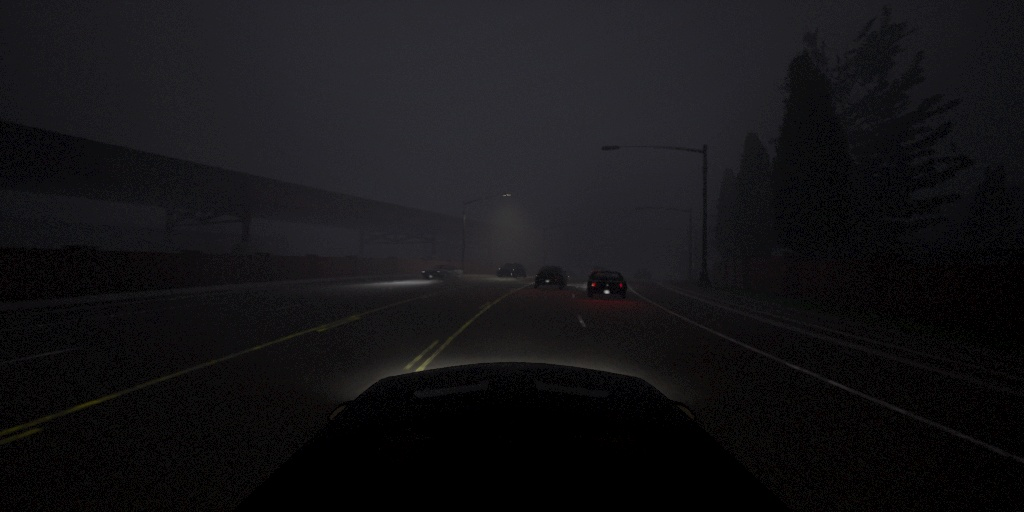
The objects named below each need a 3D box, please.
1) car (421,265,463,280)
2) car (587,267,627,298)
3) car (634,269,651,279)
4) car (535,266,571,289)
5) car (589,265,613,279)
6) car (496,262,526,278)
[{"bbox_3d":[-6.197,1.453,32.188,1.895,1.301,4.718,1,-1,16],"label":"car"},{"bbox_3d":[5.108,1.459,19.485,1.895,1.301,4.718,1,0,13],"label":"car"},{"bbox_3d":[22.021,3.019,60.261,2.097,1.767,4.553,0,-3,29],"label":"car"},{"bbox_3d":[2.695,1.391,24.176,1.812,1.442,4.674,1,-1,13],"label":"car"},{"bbox_3d":[12.345,2.279,49.617,2.097,1.767,4.553,1,-3,28],"label":"car"},{"bbox_3d":[-0.026,1.534,39.557,2.097,1.767,4.553,1,-2,21],"label":"car"}]
